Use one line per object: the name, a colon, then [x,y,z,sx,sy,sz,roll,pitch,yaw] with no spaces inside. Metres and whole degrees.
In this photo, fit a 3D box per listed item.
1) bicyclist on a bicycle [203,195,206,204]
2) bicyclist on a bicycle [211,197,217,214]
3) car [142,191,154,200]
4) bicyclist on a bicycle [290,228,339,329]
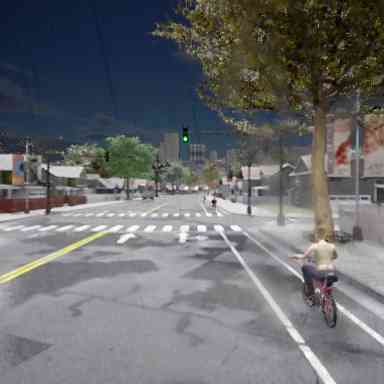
bicyclist on a bicycle: [2.258,1.402,59.989,0.582,1.620,1.656,0,0,0]
bicyclist on a bicycle: [2.258,1.356,34.145,0.659,1.776,1.843,0,0,0]
car: [-9.740,0.766,74.467,2.150,2.045,5.566,0,0,0]
bicyclist on a bicycle: [2.270,1.436,5.972,0.866,1.612,1.509,0,0,0]
